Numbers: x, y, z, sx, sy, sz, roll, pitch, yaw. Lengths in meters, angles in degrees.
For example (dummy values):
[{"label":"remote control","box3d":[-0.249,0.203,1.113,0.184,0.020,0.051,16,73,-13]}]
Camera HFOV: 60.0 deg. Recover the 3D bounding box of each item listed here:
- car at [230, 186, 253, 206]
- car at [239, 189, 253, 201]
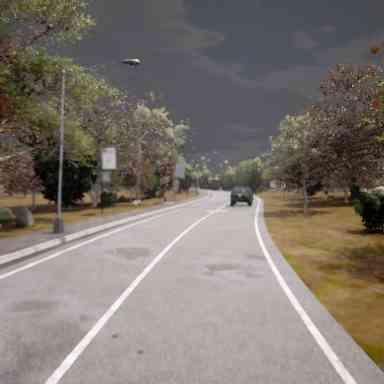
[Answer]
[{"label":"car","box3d":[5.332,0.397,35.721,2.150,2.045,5.566,0,2,12]},{"label":"car","box3d":[7.711,0.339,47.517,1.882,1.535,5.008,0,2,10]}]
